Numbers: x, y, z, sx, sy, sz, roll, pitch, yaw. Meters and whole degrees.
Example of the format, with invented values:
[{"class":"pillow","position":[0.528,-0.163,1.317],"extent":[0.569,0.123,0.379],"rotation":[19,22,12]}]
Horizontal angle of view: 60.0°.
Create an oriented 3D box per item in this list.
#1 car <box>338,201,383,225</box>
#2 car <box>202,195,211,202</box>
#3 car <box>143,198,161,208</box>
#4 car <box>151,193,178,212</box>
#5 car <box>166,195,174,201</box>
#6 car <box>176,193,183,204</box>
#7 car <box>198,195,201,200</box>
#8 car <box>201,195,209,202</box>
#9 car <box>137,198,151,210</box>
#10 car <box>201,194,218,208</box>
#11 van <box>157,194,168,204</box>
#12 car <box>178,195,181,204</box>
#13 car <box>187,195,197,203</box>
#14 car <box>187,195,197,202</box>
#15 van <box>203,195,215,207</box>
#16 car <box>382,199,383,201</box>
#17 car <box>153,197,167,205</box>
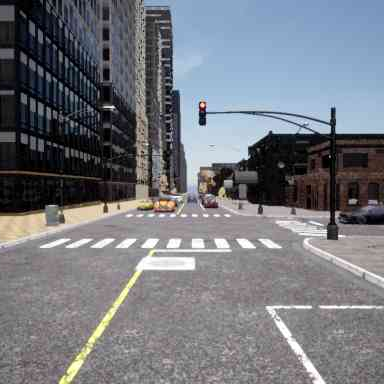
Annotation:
[{"class":"car","position":[13.851,1.662,24.690],"extent":[5.357,1.411,2.033],"rotation":[1,1,2]},{"class":"car","position":[3.164,1.488,73.421],"extent":[1.837,1.490,4.892],"rotation":[0,0,0]},{"class":"car","position":[-5.657,1.555,47.569],"extent":[1.947,1.339,4.313],"rotation":[-1,0,0]},{"class":"car","position":[-3.089,1.342,37.960],"extent":[2.097,1.767,4.553],"rotation":[0,0,0]},{"class":"car","position":[-5.648,1.509,86.909],"extent":[1.752,1.417,4.829],"rotation":[-1,0,0]},{"class":"car","position":[-3.023,1.209,65.483],"extent":[2.150,2.045,5.566],"rotation":[0,0,1]},{"class":"car","position":[2.689,1.302,58.801],"extent":[2.192,1.841,5.009],"rotation":[-1,0,0]},{"class":"car","position":[3.165,1.488,80.422],"extent":[1.837,1.490,4.892],"rotation":[0,0,0]},{"class":"car","position":[-5.830,1.515,41.756],"extent":[1.752,1.417,4.829],"rotation":[-1,0,0]},{"class":"car","position":[2.688,1.429,47.513],"extent":[1.967,1.590,4.097],"rotation":[-1,0,0]},{"class":"van","position":[-5.656,1.327,64.502],"extent":[1.690,1.788,3.998],"rotation":[-1,0,0]},{"class":"car","position":[-3.075,1.552,48.955],"extent":[1.994,1.385,4.181],"rotation":[0,0,1]},{"class":"car","position":[0.016,1.339,70.043],"extent":[2.097,1.767,4.553],"rotation":[0,0,0]},{"class":"car","position":[0.019,1.430,78.857],"extent":[2.128,1.511,4.902],"rotation":[0,0,0]},{"class":"van","position":[2.688,1.329,53.157],"extent":[1.690,1.788,3.998],"rotation":[-1,0,0]},{"class":"car","position":[16.532,1.415,27.221],"extent":[5.009,1.841,2.192],"rotation":[1,0,1]},{"class":"car","position":[-5.654,1.553,58.859],"extent":[1.947,1.339,4.313],"rotation":[-1,0,0]}]
